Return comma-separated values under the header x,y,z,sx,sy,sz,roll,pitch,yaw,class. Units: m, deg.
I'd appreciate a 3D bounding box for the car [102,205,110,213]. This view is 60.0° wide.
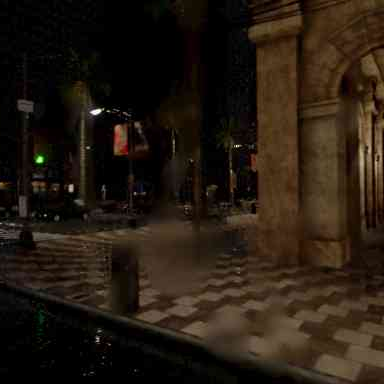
x,y,z,sx,sy,sz,roll,pitch,yaw,class
-9.565,1.943,43.777,2.161,1.482,4.786,-1,-1,35,car

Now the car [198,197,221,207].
x,y,z,sx,sy,sz,roll,pitch,yaw,class
3.279,1.782,61.554,2.185,1.767,4.553,-1,-1,35,car

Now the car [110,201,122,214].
x,y,z,sx,sy,sz,roll,pitch,yaw,class
-7.454,1.742,41.419,2.097,1.767,4.553,-1,-1,36,car

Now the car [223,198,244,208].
x,y,z,sx,sy,sz,roll,pitch,yaw,class
7.013,1.834,55.481,2.128,1.511,4.902,-1,-1,36,car

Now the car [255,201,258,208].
x,y,z,sx,sy,sz,roll,pitch,yaw,class
10.332,1.815,48.005,1.994,1.385,4.181,-1,-1,35,car

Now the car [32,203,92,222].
x,y,z,sx,sy,sz,roll,pitch,yaw,class
-11.357,1.850,29.979,1.837,1.490,4.892,-1,-1,36,car

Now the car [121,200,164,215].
x,y,z,sx,sy,sz,roll,pitch,yaw,class
-5.309,1.836,38.403,2.128,1.511,4.902,-1,-1,36,car

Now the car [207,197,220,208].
x,y,z,sx,sy,sz,roll,pitch,yaw,class
2.313,1.866,54.957,1.882,1.535,5.008,-1,-1,36,car
